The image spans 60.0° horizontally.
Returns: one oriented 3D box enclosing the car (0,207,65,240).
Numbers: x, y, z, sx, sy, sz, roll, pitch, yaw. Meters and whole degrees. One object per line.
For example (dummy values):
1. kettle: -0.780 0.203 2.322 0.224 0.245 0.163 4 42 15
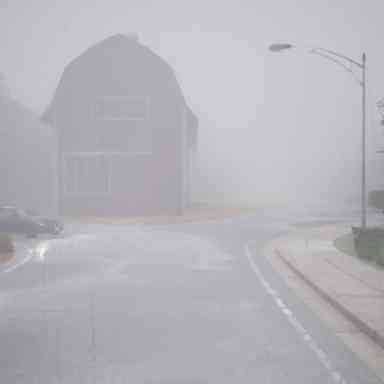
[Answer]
1. car: -8.672 1.486 16.728 4.674 1.442 1.812 0 -1 19
